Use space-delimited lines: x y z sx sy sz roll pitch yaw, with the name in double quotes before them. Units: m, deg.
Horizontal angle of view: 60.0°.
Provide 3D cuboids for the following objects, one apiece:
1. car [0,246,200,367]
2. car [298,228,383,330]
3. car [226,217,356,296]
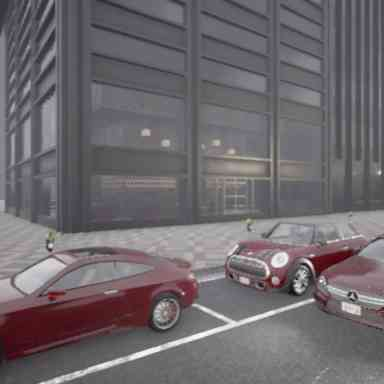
"car" -1.809 1.579 5.241 4.206 1.307 1.802 0 0 -35
"car" 4.318 1.509 6.398 4.674 1.442 1.812 0 0 -35
"car" 2.784 1.424 8.514 4.097 1.590 1.967 0 0 -35
